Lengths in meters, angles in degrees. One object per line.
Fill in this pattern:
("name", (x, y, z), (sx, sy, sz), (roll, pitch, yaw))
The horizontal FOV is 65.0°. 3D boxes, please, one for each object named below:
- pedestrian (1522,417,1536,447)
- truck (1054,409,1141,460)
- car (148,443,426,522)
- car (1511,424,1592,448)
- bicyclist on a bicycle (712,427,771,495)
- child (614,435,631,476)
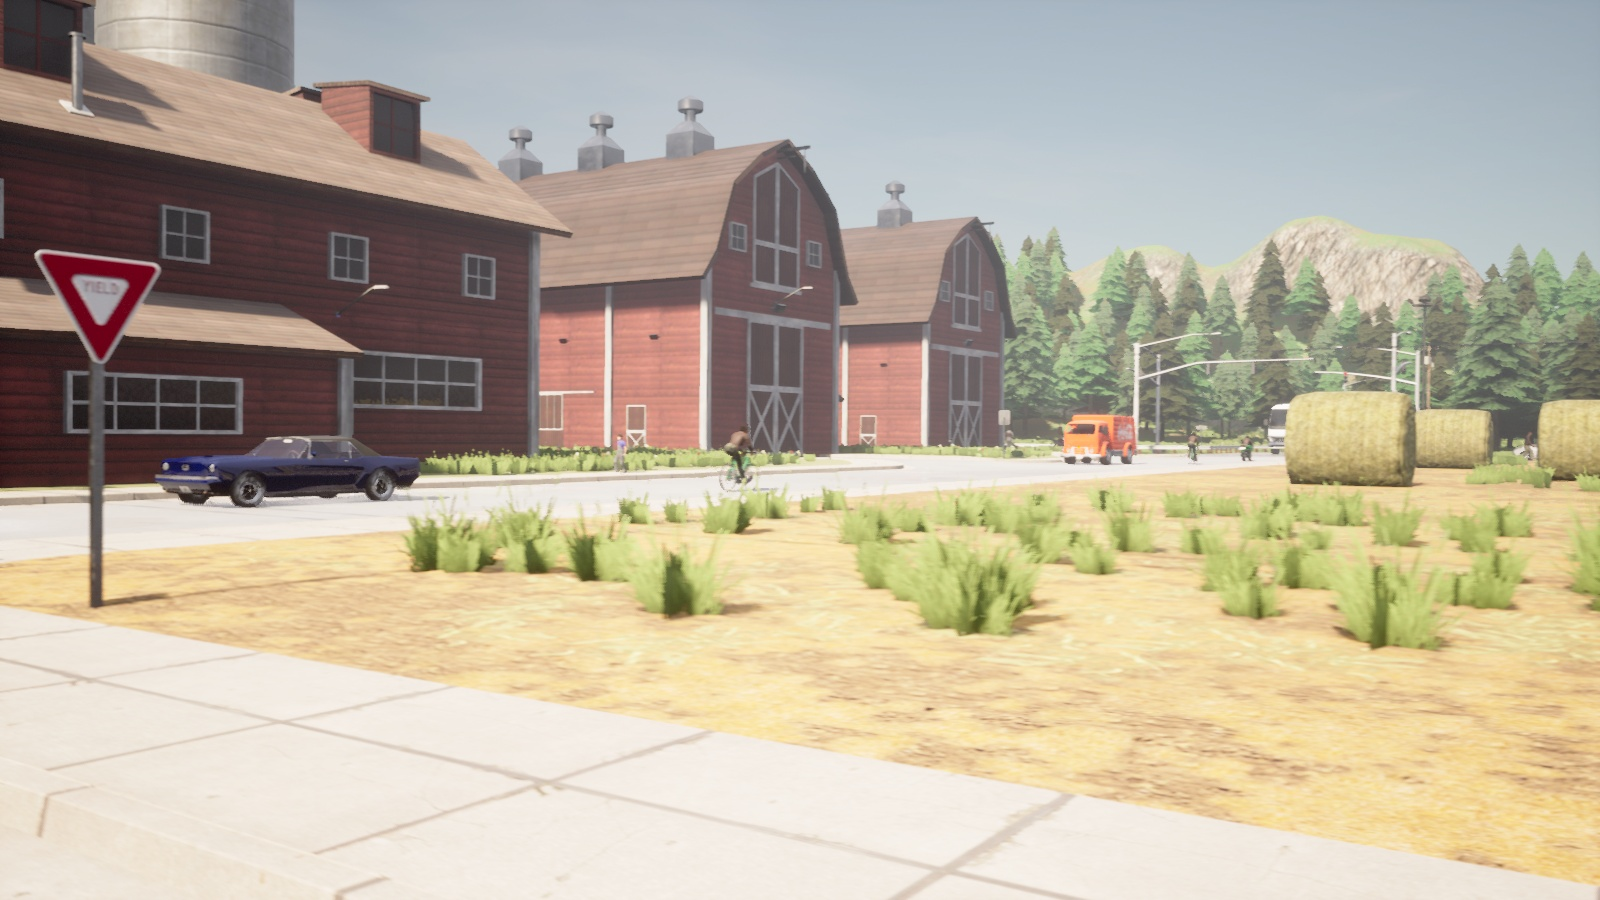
("pedestrian", (44.006, -1.078, 75.819), (0.703, 1.840, 0.431), (0, 1, 34))
("truck", (14.855, -0.779, 62.560), (2.627, 2.467, 5.204), (0, 1, 33))
("car", (-9.758, 0.555, 24.273), (1.895, 1.301, 4.718), (0, 1, 33))
("car", (49.738, -0.908, 83.106), (4.514, 1.525, 2.007), (0, 1, 34))
("bicyclist on a bicycle", (-1.417, 0.244, 30.774), (0.582, 1.620, 1.656), (0, 1, 33))
("child", (-5.470, 0.159, 38.612), (0.270, 1.263, 0.437), (0, 1, 38))
